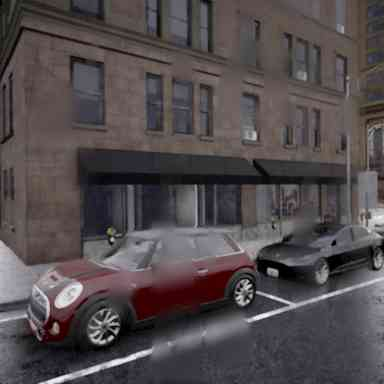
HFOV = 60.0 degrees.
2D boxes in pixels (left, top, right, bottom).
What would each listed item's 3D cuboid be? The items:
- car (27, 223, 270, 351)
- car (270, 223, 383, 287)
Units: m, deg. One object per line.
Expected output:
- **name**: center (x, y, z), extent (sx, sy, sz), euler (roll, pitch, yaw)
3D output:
- **car**: center (-0.760, 1.439, 6.122), extent (4.097, 1.590, 1.967), euler (0, -1, -36)
- **car**: center (3.719, 1.564, 9.323), extent (4.313, 1.339, 1.947), euler (0, -1, -36)
